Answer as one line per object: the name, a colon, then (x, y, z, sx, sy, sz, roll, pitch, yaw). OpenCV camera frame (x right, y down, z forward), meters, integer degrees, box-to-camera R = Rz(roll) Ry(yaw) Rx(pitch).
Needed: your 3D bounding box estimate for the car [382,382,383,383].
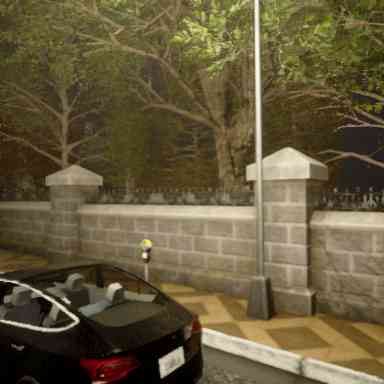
car: (2.588, 1.436, 1.040, 4.097, 1.590, 1.967, 0, -1, 36)

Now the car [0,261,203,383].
car: (-1.873, 1.577, 4.222, 4.313, 1.339, 1.947, 0, -1, 36)
